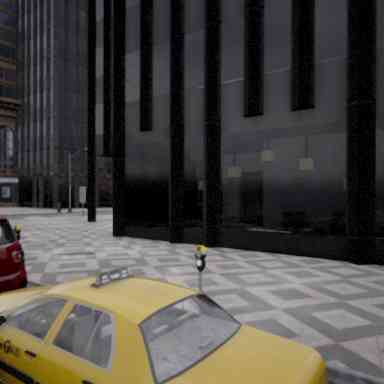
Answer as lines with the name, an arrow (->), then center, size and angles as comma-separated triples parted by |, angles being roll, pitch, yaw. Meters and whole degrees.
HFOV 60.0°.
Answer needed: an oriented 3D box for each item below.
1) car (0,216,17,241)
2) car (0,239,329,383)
car -> -5.354, 1.309, 6.730 | 5.009, 1.841, 2.192 | 0, 0, 35
car -> -1.058, 1.523, 3.704 | 4.829, 1.417, 1.752 | 0, 0, 35
